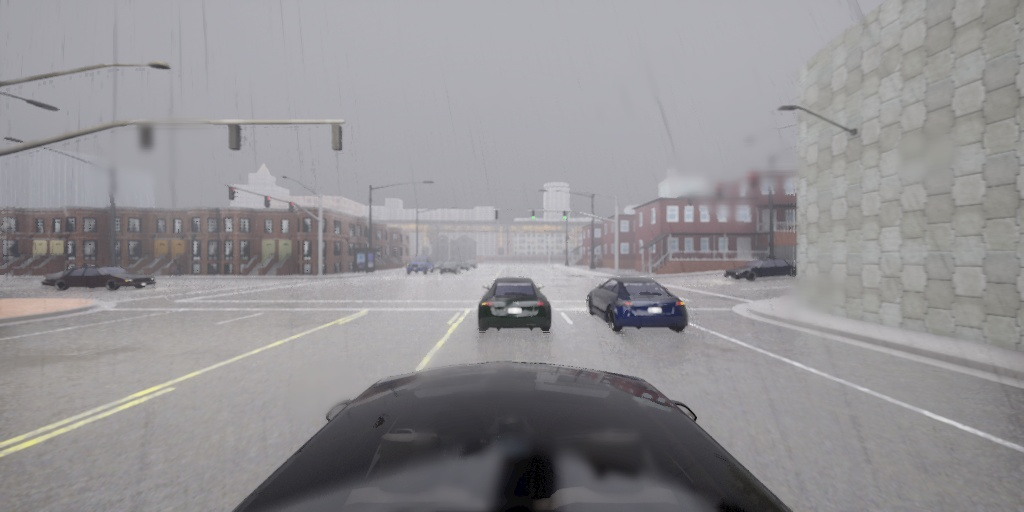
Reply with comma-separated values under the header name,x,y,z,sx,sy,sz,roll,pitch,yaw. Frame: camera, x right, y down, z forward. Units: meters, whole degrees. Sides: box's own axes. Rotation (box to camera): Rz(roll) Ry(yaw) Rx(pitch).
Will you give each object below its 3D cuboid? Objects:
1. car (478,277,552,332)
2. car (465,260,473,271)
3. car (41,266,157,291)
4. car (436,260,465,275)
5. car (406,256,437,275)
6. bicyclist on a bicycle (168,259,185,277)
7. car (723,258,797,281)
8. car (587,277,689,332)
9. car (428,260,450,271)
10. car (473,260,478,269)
name,x,y,z,sx,sy,sz,roll,pitch,yaw
car,0.047,1.333,10.935,1.994,1.385,4.181,0,0,-1
car,-7.038,1.412,50.612,1.994,1.385,4.181,0,0,0
car,-25.161,1.338,21.914,5.357,1.411,2.033,0,0,0
car,-7.052,1.336,41.505,1.837,1.490,4.892,0,0,0
car,-10.551,1.053,41.742,2.150,2.045,5.566,0,0,0
bicyclist on a bicycle,-30.784,1.117,32.888,0.582,1.620,1.656,0,0,0
car,18.223,0.904,25.705,5.357,1.411,2.033,-5,0,0
car,3.613,1.333,11.024,1.994,1.385,4.181,0,0,0
car,-10.530,1.344,51.977,2.128,1.511,4.902,0,0,0
car,-6.981,1.377,61.315,1.837,1.490,4.892,0,0,1
